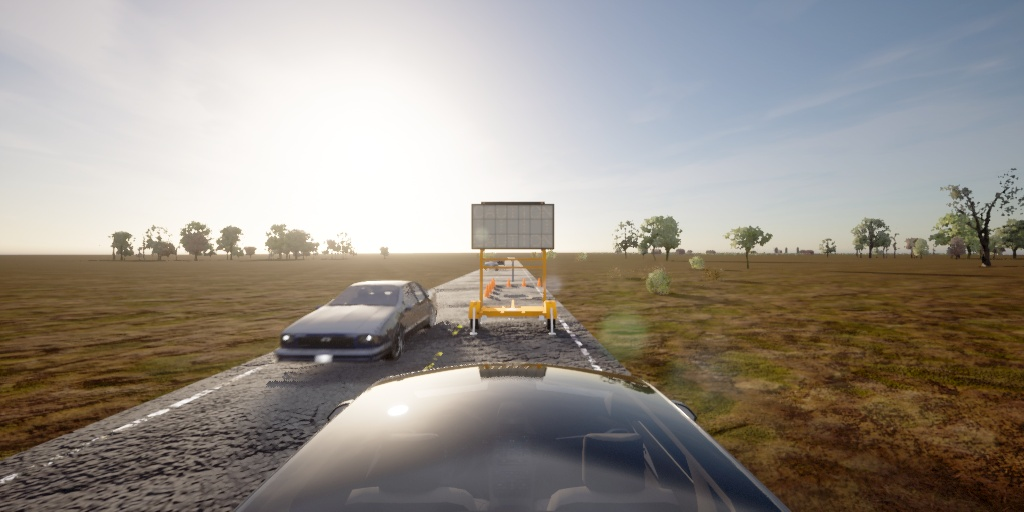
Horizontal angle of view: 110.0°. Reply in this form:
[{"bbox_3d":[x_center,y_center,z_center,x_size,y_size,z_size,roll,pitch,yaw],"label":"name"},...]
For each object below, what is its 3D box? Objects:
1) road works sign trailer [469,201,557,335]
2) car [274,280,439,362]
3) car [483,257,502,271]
[{"bbox_3d":[0.026,0.214,10.518,2.380,3.560,2.880,0,0,0],"label":"road works sign trailer"},{"bbox_3d":[-3.083,1.297,8.538,2.033,1.411,5.357,0,0,0],"label":"car"},{"bbox_3d":[-2.961,1.241,50.610,2.128,1.511,4.902,0,0,0],"label":"car"}]
